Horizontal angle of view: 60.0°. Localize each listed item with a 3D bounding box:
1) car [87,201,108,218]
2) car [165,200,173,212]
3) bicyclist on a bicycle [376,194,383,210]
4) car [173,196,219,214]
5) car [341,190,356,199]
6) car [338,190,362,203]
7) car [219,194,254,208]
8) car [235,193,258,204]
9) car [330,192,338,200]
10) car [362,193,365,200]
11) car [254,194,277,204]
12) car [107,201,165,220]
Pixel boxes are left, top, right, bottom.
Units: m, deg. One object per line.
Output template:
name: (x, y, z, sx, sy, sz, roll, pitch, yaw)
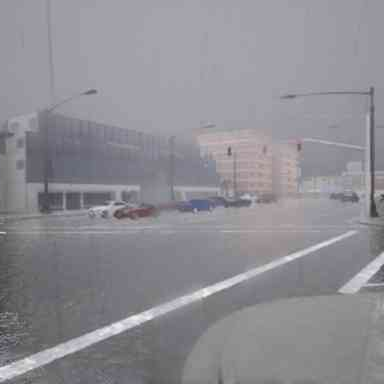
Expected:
car: (-7.338, 1.531, 30.263, 1.812, 1.442, 4.674, 0, 0, 33)
car: (-2.108, 1.537, 37.706, 1.895, 1.301, 4.718, 0, 1, 35)
bicyclist on a bicycle: (19.528, 1.029, 33.752, 1.656, 1.620, 0.582, 0, 1, 35)
car: (0.513, 1.415, 35.338, 1.882, 1.535, 5.008, 0, 1, 35)
car: (31.939, 0.444, 67.833, 2.097, 1.767, 4.553, 0, -1, 35)
car: (23.539, 0.866, 49.545, 1.812, 1.442, 4.674, 0, 1, 35)
car: (5.865, 1.367, 42.982, 1.895, 1.301, 4.718, 0, 1, 35)
car: (8.823, 1.026, 53.262, 1.812, 1.442, 4.674, 0, 2, 35)
car: (25.969, 0.708, 59.310, 1.882, 1.535, 5.008, 0, 0, 35)
car: (34.856, 0.777, 65.895, 1.812, 1.442, 4.674, 0, -1, 35)
car: (11.597, 1.023, 51.139, 1.812, 1.442, 4.674, 0, 2, 35)
car: (-4.613, 1.561, 28.029, 1.994, 1.385, 4.181, 0, 0, 35)
